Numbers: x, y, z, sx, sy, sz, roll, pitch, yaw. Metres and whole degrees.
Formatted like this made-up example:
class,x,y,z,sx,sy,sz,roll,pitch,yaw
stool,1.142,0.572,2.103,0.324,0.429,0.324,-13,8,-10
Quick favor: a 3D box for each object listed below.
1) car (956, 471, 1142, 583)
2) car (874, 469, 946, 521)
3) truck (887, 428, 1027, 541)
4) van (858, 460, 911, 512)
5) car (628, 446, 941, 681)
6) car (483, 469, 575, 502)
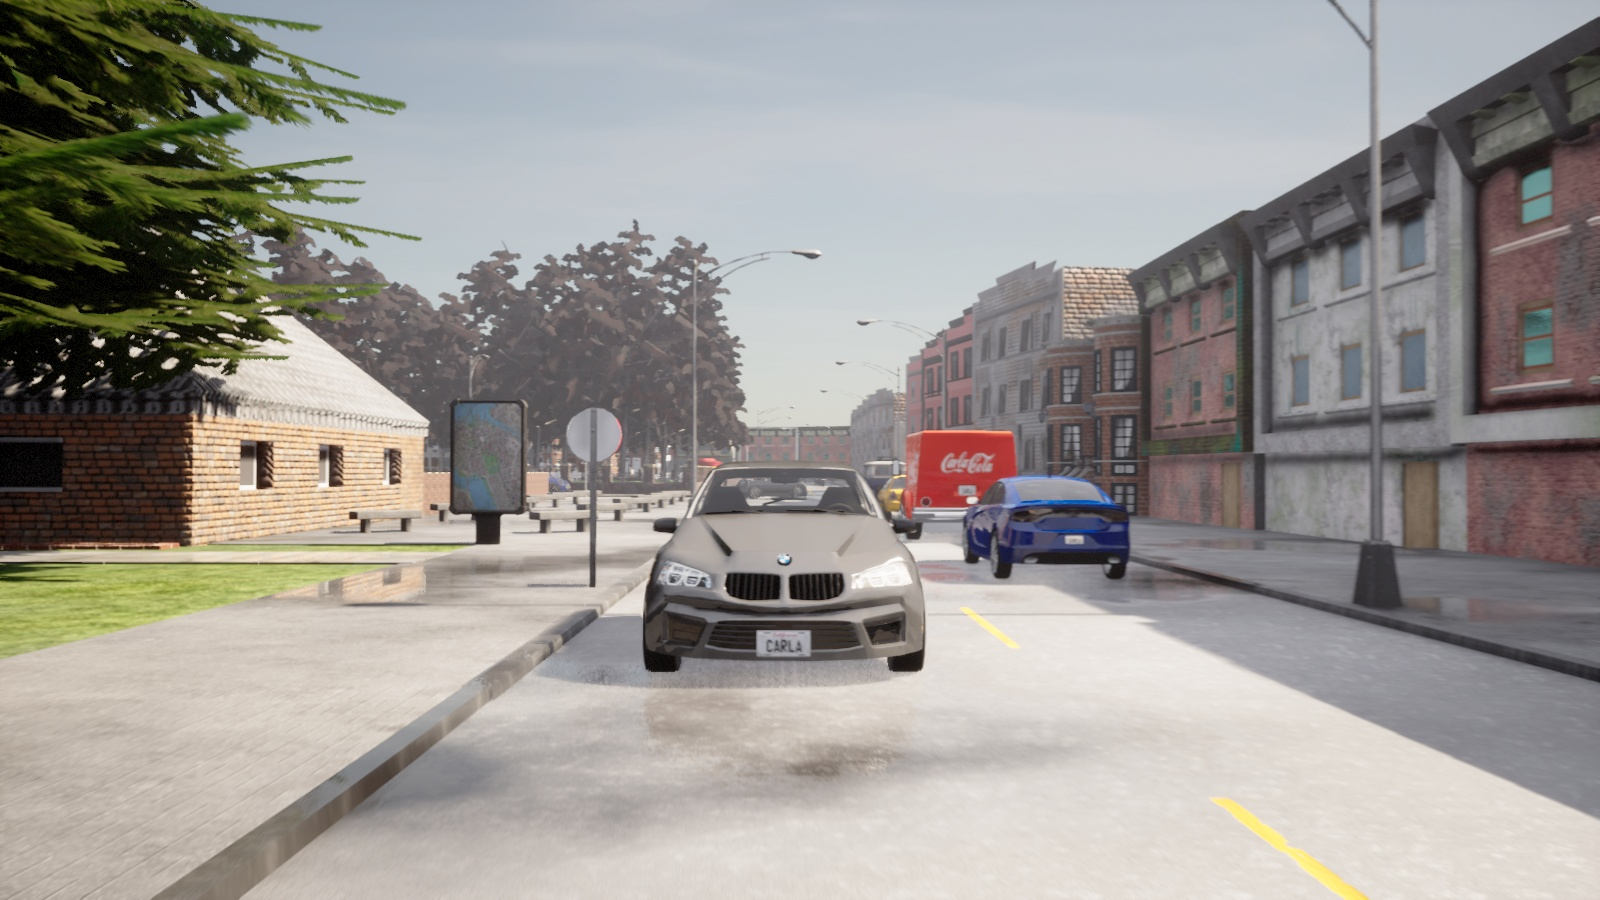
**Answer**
class,x,y,z,sx,sy,sz,roll,pitch,yaw
car,3.756,1.110,19.880,1.882,1.535,5.008,0,-1,-1
car,3.496,1.426,40.824,1.801,1.575,5.366,0,-1,-1
truck,3.629,0.814,30.133,2.627,2.467,5.204,0,-1,-1
van,3.359,1.405,50.505,1.775,1.987,4.442,0,-1,-1
car,-0.140,0.851,11.318,2.242,1.667,4.611,0,-1,-1
car,-14.630,1.900,67.905,4.553,1.767,2.097,0,-1,-1
